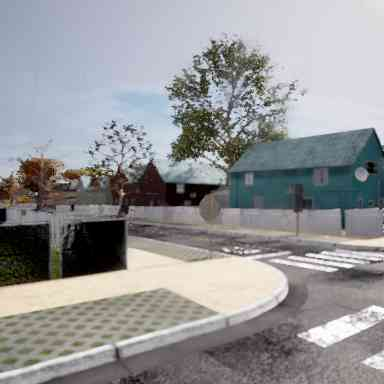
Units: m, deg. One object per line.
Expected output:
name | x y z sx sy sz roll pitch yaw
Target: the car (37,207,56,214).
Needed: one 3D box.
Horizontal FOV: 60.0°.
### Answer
car | -20.185 2.825 46.011 1.994 1.385 4.181 1 -2 -35
